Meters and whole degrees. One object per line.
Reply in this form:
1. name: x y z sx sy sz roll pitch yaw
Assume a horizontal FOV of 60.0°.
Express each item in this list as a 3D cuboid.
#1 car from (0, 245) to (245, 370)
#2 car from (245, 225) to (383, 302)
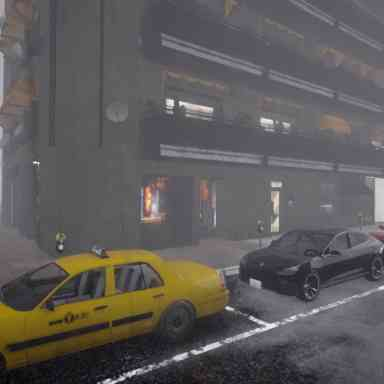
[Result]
1. car: -1.638 1.526 4.915 4.829 1.417 1.752 0 1 -35
2. car: 3.125 1.567 8.297 4.313 1.339 1.947 0 1 -35
